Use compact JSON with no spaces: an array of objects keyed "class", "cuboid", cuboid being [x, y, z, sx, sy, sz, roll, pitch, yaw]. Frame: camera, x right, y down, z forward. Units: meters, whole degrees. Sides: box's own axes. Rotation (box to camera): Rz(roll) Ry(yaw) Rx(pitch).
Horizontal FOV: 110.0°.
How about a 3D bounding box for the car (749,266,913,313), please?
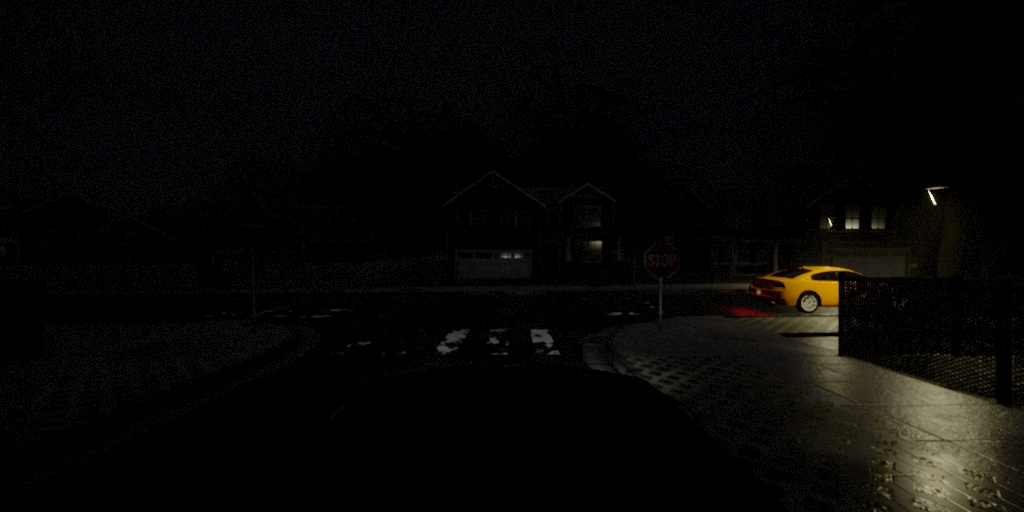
[{"class":"car","cuboid":[11.355,1.119,12.904,5.008,1.535,1.882,-1,1,0]}]
